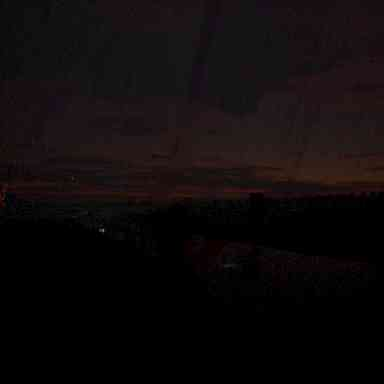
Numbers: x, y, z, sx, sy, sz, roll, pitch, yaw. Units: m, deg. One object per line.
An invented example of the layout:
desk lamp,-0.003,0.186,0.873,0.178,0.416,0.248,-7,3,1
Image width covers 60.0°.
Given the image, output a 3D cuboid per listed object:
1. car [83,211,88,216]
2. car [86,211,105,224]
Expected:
car,-25.382,5.780,83.377,2.033,1.411,5.357,0,-3,-23
car,-14.146,3.989,49.725,2.128,1.511,4.902,0,-3,-23
